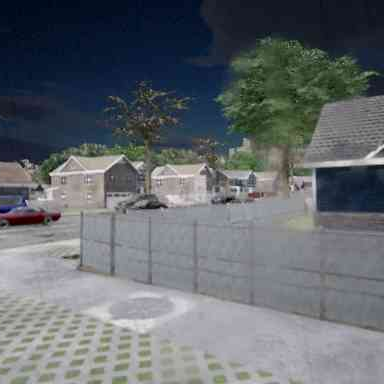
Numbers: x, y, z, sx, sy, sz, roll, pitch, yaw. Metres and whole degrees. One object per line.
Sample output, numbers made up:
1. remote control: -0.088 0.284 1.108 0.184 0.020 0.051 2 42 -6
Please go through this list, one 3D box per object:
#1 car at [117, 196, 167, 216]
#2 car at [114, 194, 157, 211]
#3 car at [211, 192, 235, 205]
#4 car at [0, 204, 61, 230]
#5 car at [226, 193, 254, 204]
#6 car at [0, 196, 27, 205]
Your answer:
1. car: -4.476 1.476 31.989 1.882 1.535 5.008 -1 1 34
2. car: -5.817 1.238 35.856 2.150 2.045 5.566 -1 1 34
3. car: 5.071 0.986 52.127 2.150 2.045 5.566 -1 0 34
4. car: -11.194 1.663 21.841 1.895 1.301 4.718 -1 0 33
5. car: 7.711 1.286 50.225 2.033 1.411 5.357 -1 0 34
6. car: -14.242 1.327 23.136 2.150 2.045 5.566 -1 0 33
